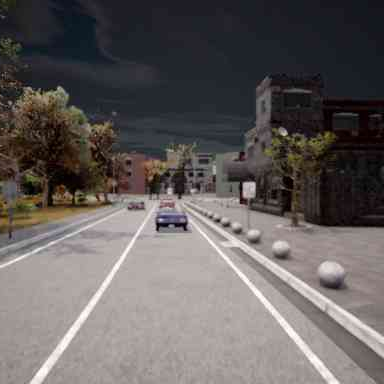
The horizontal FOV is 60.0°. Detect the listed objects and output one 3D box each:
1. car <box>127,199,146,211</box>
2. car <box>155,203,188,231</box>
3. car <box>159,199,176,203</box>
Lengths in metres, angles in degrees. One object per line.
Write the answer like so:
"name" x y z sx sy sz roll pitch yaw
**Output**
"car" -6.625 1.583 40.036 1.994 1.385 4.181 0 0 -5
"car" -1.314 1.604 20.760 1.895 1.301 4.718 0 0 -5
"car" -2.852 1.533 39.176 1.812 1.442 4.674 0 0 -5
